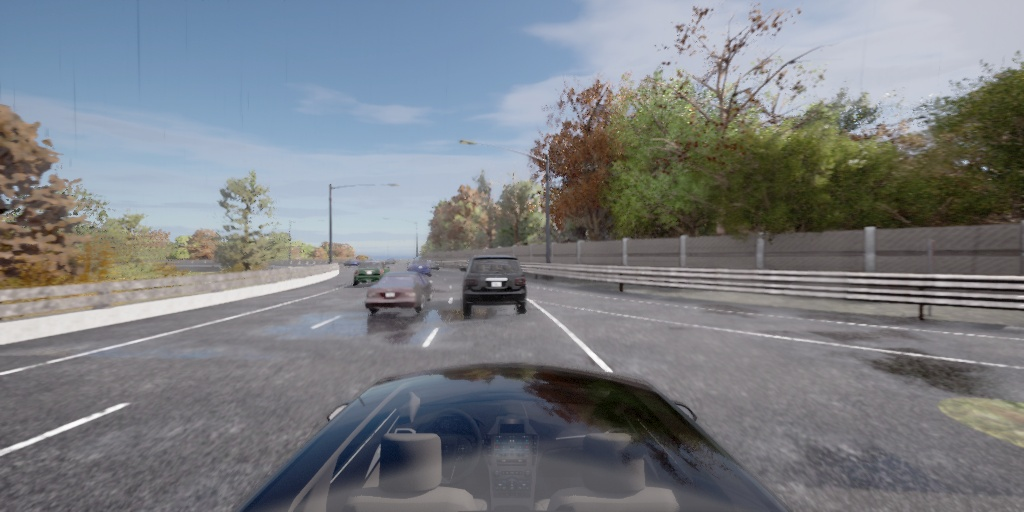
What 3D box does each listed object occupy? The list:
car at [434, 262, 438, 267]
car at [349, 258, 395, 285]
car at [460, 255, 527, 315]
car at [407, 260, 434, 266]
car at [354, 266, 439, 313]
[{"bbox_3d":[-11.900,1.376,51.313,1.994,1.385,4.181,0,0,-26],"label":"car"},{"bbox_3d":[-10.024,1.155,26.009,2.097,1.767,4.553,0,0,-13],"label":"car"},{"bbox_3d":[-0.797,0.975,13.833,2.150,2.045,5.566,0,0,-7],"label":"car"},{"bbox_3d":[-9.681,1.153,37.177,2.097,1.767,4.553,0,0,-19],"label":"car"},{"bbox_3d":[-4.272,1.320,14.191,2.033,1.411,5.357,0,0,-7],"label":"car"}]
